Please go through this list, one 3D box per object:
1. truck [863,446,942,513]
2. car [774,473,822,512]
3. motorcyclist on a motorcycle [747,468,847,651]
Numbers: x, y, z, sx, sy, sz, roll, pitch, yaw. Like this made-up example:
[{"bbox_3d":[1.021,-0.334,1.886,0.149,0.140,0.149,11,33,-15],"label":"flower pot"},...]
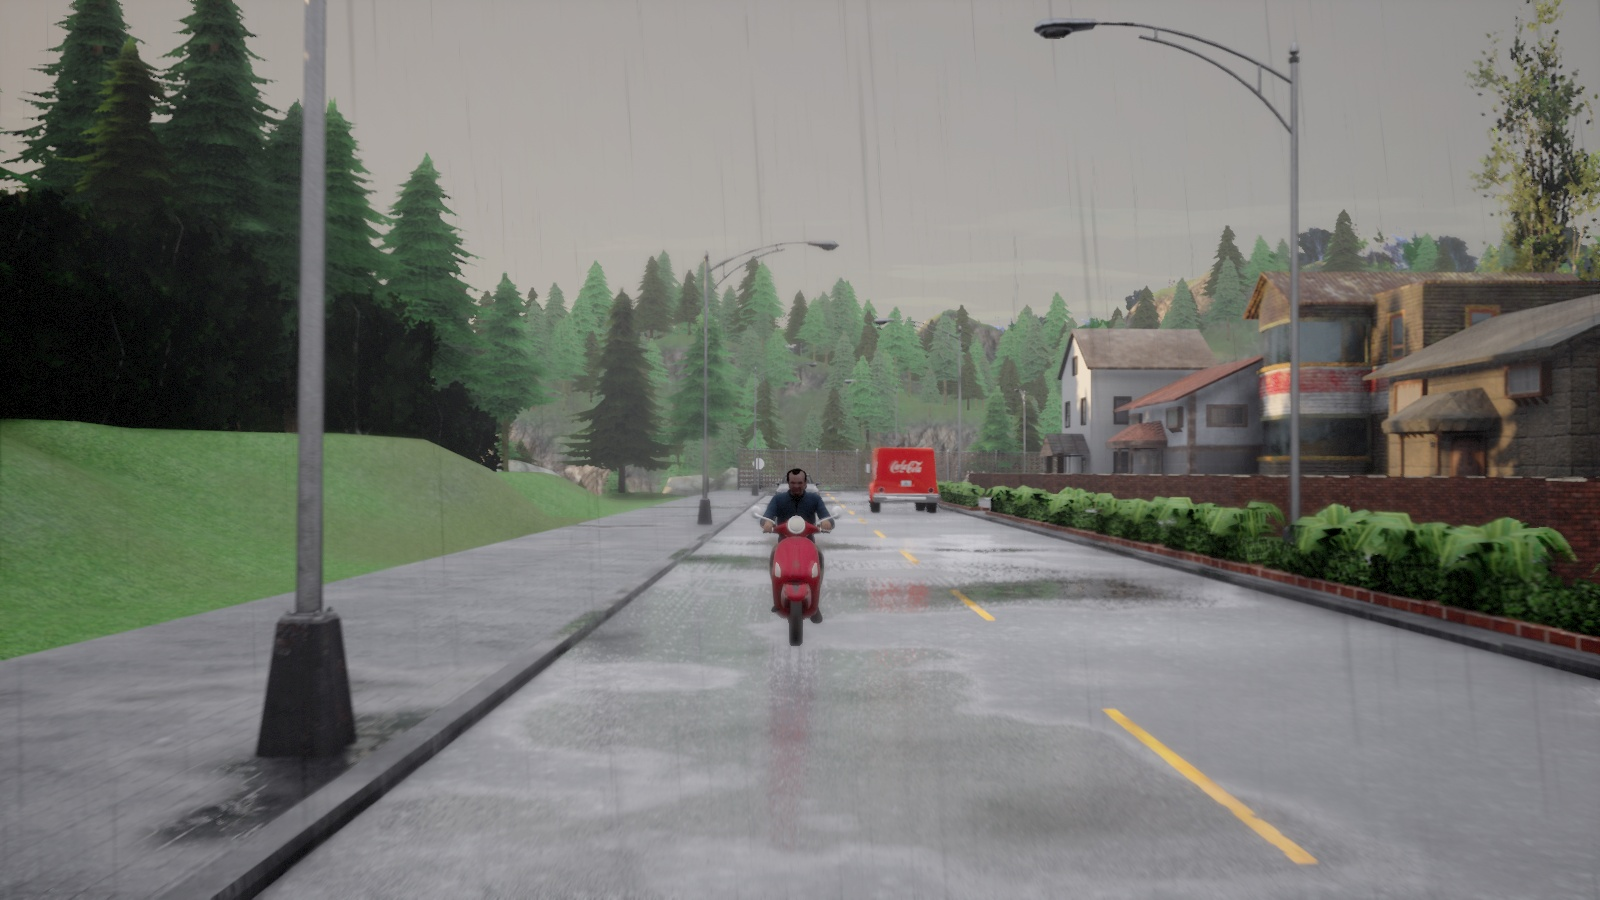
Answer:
[{"bbox_3d":[3.915,1.131,48.901,2.627,2.467,5.204,0,-1,0],"label":"truck"},{"bbox_3d":[-0.085,1.666,50.032,1.816,1.474,4.193,0,-1,0],"label":"car"},{"bbox_3d":[-0.027,0.968,11.901,0.866,1.590,1.817,0,-1,0],"label":"motorcyclist on a motorcycle"}]
